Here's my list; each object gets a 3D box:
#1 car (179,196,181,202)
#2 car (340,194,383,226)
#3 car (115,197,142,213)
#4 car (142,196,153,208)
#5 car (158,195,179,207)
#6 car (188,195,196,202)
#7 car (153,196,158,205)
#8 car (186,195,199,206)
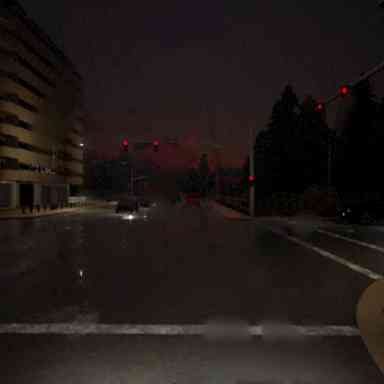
[{"bbox_3d":[-3.545,1.445,74.101,1.882,1.535,5.008,0,0,0],"label":"car"},{"bbox_3d":[13.026,1.157,22.387,5.566,2.045,2.150,0,0,2],"label":"car"},{"bbox_3d":[-7.111,1.461,36.787,1.882,1.535,5.008,0,0,0],"label":"car"},{"bbox_3d":[-7.114,1.505,47.093,1.812,1.442,4.674,0,0,0],"label":"car"},{"bbox_3d":[-3.431,1.525,49.696,2.033,1.411,5.357,0,0,0],"label":"car"},{"bbox_3d":[-0.049,1.491,76.270,1.812,1.442,4.674,0,0,0],"label":"car"},{"bbox_3d":[-7.098,1.479,60.207,1.837,1.490,4.892,0,0,0],"label":"car"},{"bbox_3d":[0.067,1.328,54.956,2.097,1.767,4.553,0,0,0],"label":"car"}]
